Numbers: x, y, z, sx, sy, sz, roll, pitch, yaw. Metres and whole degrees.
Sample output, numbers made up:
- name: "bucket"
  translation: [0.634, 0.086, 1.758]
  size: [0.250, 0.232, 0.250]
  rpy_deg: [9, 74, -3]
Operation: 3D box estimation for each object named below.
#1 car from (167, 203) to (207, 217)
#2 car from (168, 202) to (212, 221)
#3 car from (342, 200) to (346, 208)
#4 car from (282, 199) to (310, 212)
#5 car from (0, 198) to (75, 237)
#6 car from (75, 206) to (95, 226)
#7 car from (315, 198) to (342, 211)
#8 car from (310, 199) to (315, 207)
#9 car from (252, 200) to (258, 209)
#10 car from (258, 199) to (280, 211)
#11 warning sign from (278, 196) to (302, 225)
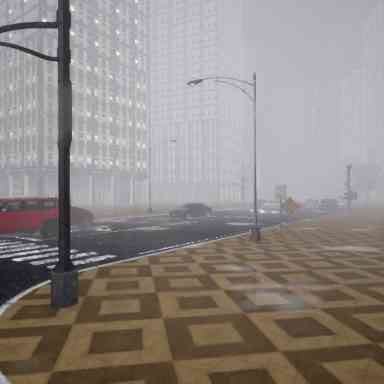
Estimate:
- name: "car"
  translation: [-0.430, 1.829, 34.954]
  size: [1.895, 1.301, 4.718]
  rpy_deg: [0, -1, 34]
- name: "car"
  translation: [-0.070, 1.666, 29.725]
  size: [1.882, 1.535, 5.008]
  rpy_deg: [0, -1, 34]
- name: "car"
  translation: [24.402, 1.965, 55.237]
  size: [1.895, 1.301, 4.718]
  rpy_deg: [0, 0, 30]
- name: "car"
  translation: [13.860, 1.898, 44.380]
  size: [1.895, 1.301, 4.718]
  rpy_deg: [0, -1, 33]
- name: "car"
  translation: [-9.040, 1.304, 16.571]
  size: [2.150, 2.045, 5.566]
  rpy_deg: [0, -1, 34]
- name: "car"
  translation: [-8.823, 1.659, 22.648]
  size: [1.812, 1.442, 4.674]
  rpy_deg: [0, 0, 34]
- name: "car"
  translation: [19.244, 1.663, 46.754]
  size: [2.097, 1.767, 4.553]
  rpy_deg: [0, 0, 32]
- name: "car"
  translation: [19.081, 1.831, 52.776]
  size: [1.882, 1.535, 5.008]
  rpy_deg: [0, 0, 31]
- name: "car"
  translation: [10.923, 1.888, 51.924]
  size: [1.837, 1.490, 4.892]
  rpy_deg: [0, -1, 32]
- name: "car"
  translation: [11.361, 1.841, 46.665]
  size: [1.812, 1.442, 4.674]
  rpy_deg: [0, -1, 33]
- name: "warning sign"
  translation: [6.783, 1.251, 22.979]
  size: [1.300, 1.860, 1.060]
  rpy_deg: [0, 0, 34]
